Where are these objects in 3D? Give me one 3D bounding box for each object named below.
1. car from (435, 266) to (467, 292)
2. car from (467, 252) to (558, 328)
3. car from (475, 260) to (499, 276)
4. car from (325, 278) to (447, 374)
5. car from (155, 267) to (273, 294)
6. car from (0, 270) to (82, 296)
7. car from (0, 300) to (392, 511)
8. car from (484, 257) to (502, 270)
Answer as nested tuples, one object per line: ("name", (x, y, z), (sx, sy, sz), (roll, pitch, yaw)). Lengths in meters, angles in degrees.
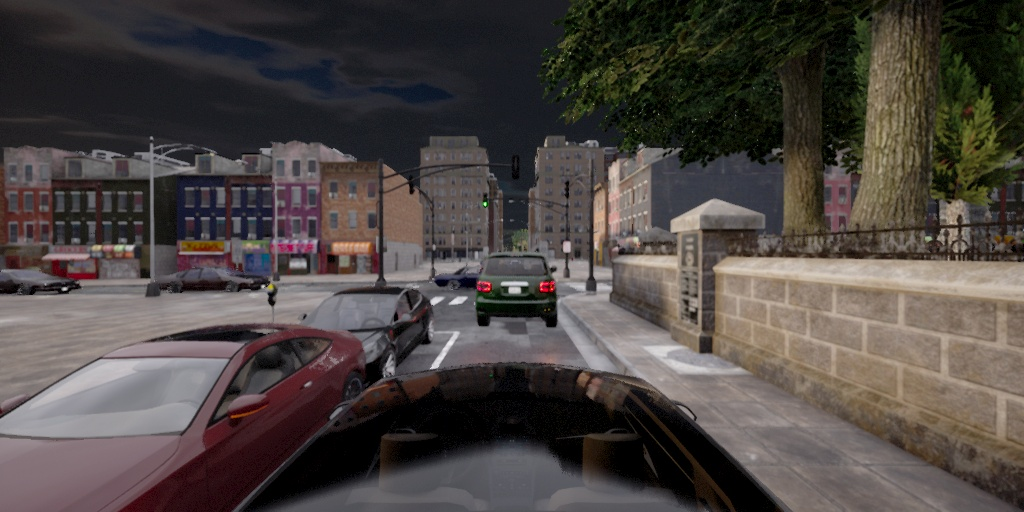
("car", (-1.717, 1.212, 19.587), (4.718, 1.301, 1.895), (-1, 1, 0))
("car", (0.251, 0.891, 11.301), (2.150, 2.045, 5.566), (0, 1, 4))
("car", (-2.268, 1.077, 33.432), (1.895, 1.301, 4.718), (0, 0, 0))
("car", (-2.636, 1.274, 6.653), (1.948, 1.339, 4.313), (0, 0, 0))
("car", (-16.229, 1.308, 19.546), (5.357, 1.411, 2.033), (-1, 0, 0))
("car", (-27.019, 1.453, 19.513), (5.357, 1.411, 2.033), (-1, 0, 0))
("car", (-2.638, 1.321, 2.990), (1.802, 1.307, 4.207), (0, 0, 0))
("car", (-2.278, 0.864, 43.844), (1.882, 1.535, 5.008), (0, 0, 0))
